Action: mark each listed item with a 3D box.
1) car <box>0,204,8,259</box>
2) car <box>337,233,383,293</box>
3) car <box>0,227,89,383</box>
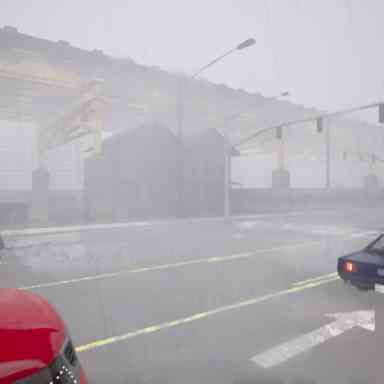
[{"bbox_3d":[-8.660,1.356,10.700,4.553,1.767,2.097,0,0,-35],"label":"car"},{"bbox_3d":[5.461,1.560,7.639,4.718,1.301,1.895,0,0,-35],"label":"car"},{"bbox_3d":[-3.299,1.231,1.391,5.566,2.045,2.150,0,0,-36],"label":"car"}]
